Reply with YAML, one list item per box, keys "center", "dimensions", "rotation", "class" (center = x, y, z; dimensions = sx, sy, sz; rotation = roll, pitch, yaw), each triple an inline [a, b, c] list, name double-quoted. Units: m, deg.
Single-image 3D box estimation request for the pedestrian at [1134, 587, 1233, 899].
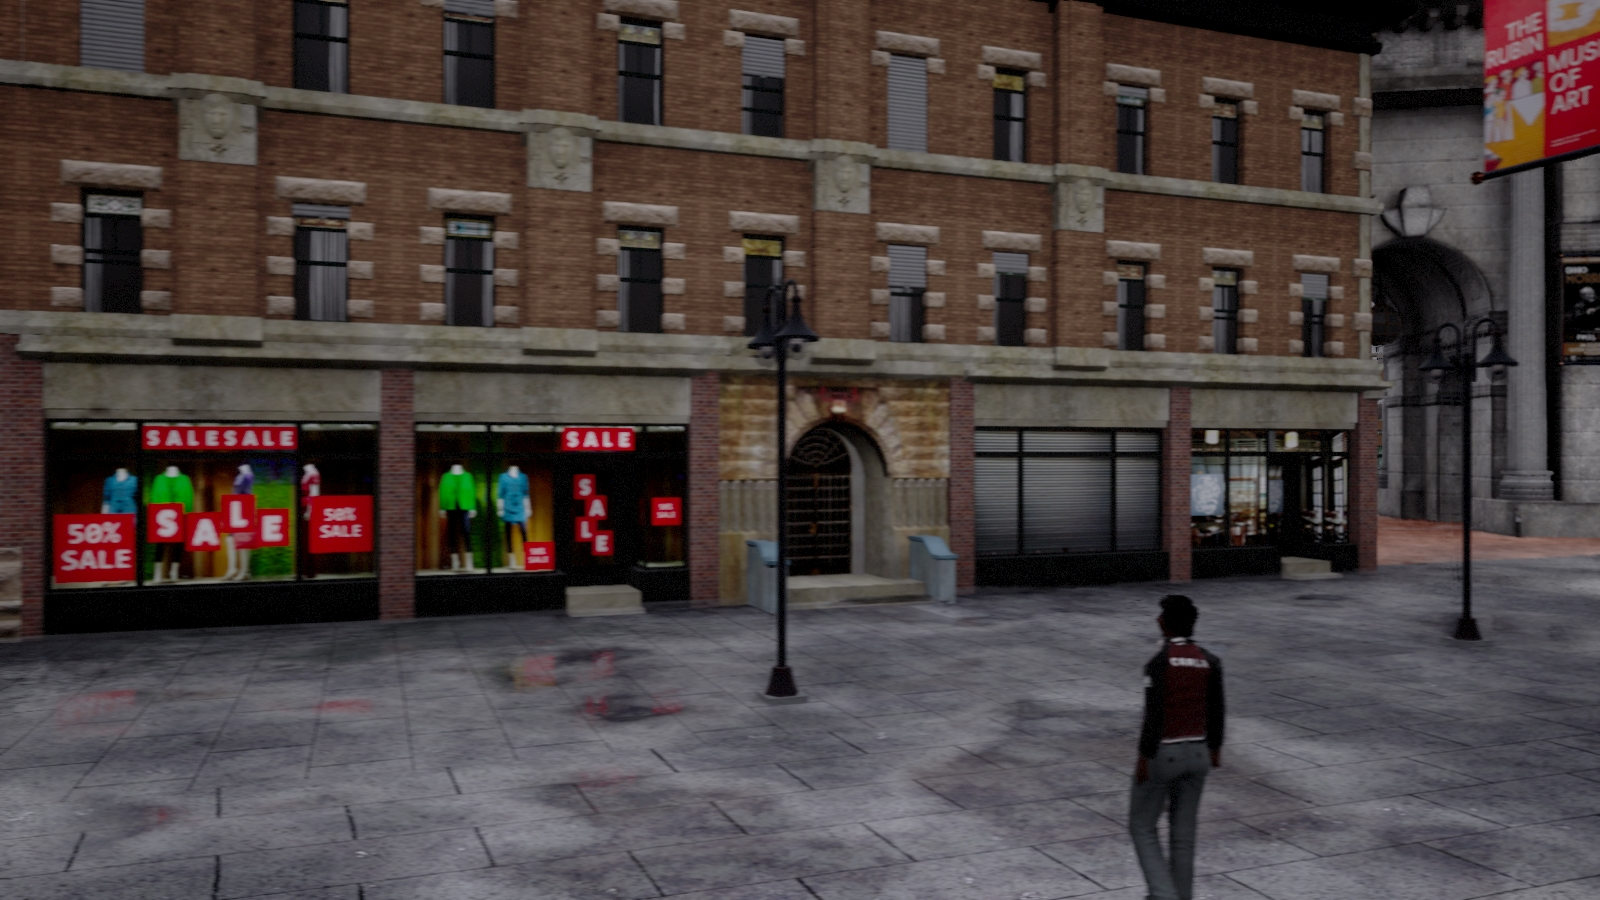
- center: [2.061, 1.696, 6.164]
  dimensions: [0.375, 1.860, 0.375]
  rotation: [0, 0, -10]
  class: "pedestrian"
